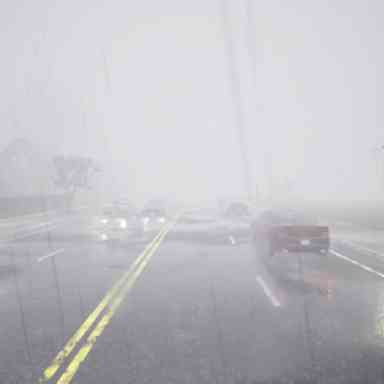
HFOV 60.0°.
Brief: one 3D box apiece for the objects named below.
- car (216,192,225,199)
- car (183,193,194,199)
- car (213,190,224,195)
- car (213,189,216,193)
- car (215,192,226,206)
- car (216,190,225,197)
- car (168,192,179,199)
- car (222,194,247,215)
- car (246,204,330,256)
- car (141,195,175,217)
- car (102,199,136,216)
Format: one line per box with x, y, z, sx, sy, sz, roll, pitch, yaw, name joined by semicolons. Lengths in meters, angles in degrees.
6.484;0.707;75.605;1.812;1.442;4.674;0;1;5;car
-0.616;0.801;68.368;1.994;1.385;4.181;0;1;4;car
4.900;0.908;53.776;2.128;1.511;4.902;0;1;3;car
5.624;0.650;64.664;2.097;1.767;4.553;0;1;4;car
4.306;1.098;42.849;1.994;1.385;4.181;0;1;3;car
7.471;0.420;86.473;2.097;1.767;4.553;0;1;6;car
-3.855;0.772;68.634;1.812;1.442;4.674;0;1;4;car
3.865;1.208;29.151;1.812;1.442;4.674;0;1;2;car
3.463;1.342;12.534;1.882;1.535;5.008;0;1;1;car
-2.892;1.246;27.700;2.033;1.411;5.357;0;1;2;car
-6.118;1.293;28.286;1.895;1.301;4.718;0;1;2;car
